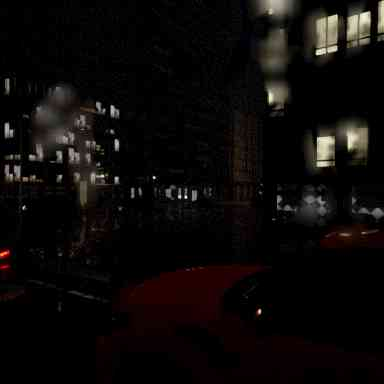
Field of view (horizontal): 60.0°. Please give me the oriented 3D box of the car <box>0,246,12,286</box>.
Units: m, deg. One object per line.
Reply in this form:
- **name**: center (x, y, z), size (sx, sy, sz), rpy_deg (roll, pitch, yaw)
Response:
- **car**: center (-6.162, 1.522, 8.063), size (4.674, 1.442, 1.812), rpy_deg (0, 0, 35)

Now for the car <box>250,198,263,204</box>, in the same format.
- **car**: center (11.587, 1.793, 55.978), size (2.033, 1.411, 5.357), rpy_deg (1, 0, 37)

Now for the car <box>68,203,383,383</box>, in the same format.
- **car**: center (1.740, 1.222, 2.444), size (5.566, 2.045, 2.150), rpy_deg (0, 0, 35)

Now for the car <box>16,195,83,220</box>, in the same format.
- **car**: center (-12.282, 1.279, 29.195), size (2.150, 2.045, 5.566), rpy_deg (1, 0, 39)

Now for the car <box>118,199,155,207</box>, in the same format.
- **car**: center (-6.196, 1.596, 37.424), size (2.128, 1.511, 4.902), rpy_deg (1, 0, 37)

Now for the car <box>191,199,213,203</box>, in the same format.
- **car**: center (1.260, 1.687, 47.425), size (1.812, 1.442, 4.674), rpy_deg (1, 0, 37)
